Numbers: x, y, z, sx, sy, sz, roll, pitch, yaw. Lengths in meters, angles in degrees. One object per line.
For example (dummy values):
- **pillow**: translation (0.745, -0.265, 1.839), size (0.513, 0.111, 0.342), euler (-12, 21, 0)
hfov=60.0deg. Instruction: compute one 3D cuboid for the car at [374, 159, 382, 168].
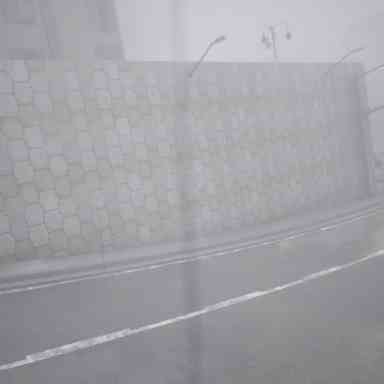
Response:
- **car**: translation (17.366, -3.076, 35.394), size (1.882, 1.535, 5.008), euler (-15, 9, -34)
